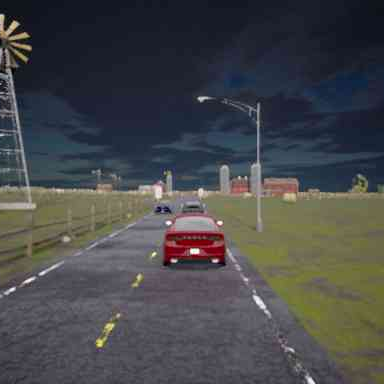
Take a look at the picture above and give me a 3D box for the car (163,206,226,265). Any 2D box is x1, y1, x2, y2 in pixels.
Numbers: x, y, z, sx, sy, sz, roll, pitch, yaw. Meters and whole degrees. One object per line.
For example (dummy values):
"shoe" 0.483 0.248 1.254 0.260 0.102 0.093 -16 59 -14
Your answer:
"car" 0.085 1.475 11.687 1.882 1.535 5.008 0 0 0

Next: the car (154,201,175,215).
"car" -2.841 1.591 34.473 1.895 1.301 4.718 0 0 0

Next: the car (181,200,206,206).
"car" 0.094 1.496 28.985 1.837 1.490 4.892 0 0 0
